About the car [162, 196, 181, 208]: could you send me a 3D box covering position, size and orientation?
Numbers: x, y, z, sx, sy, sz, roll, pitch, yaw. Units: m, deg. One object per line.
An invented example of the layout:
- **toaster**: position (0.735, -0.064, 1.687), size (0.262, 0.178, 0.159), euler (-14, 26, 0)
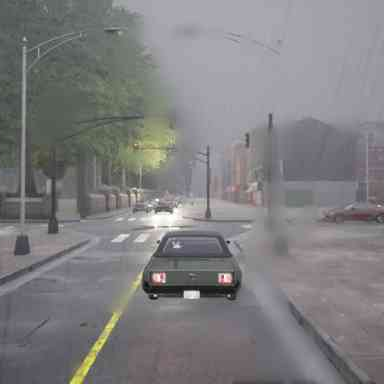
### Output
- **car**: position (-3.013, 1.654, 47.647), size (1.895, 1.301, 4.718), euler (0, 0, 0)

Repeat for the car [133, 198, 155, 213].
- **car**: position (-5.482, 1.585, 36.972), size (2.008, 1.369, 4.403), euler (1, 0, 0)

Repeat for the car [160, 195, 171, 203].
- **car**: position (-5.703, 1.568, 71.359), size (1.967, 1.590, 4.097), euler (1, 0, 0)

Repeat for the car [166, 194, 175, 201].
- **car**: position (-5.860, 1.553, 93.160), size (2.192, 1.841, 5.009), euler (1, 0, 0)

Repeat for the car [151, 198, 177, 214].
- **car**: position (-2.922, 1.633, 35.718), size (1.895, 1.301, 4.718), euler (0, 0, 0)

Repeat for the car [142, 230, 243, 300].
- **car**: position (0.033, 1.605, 8.341), size (1.895, 1.301, 4.718), euler (0, 0, 1)

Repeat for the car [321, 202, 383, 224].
- **car**: position (11.659, 1.471, 23.623), size (4.674, 1.442, 1.812), euler (-1, -1, 1)

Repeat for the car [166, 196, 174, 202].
- **car**: position (-5.823, 1.732, 87.539), size (1.752, 1.417, 4.829), euler (1, 0, 0)

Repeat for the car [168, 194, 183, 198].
- **car**: position (-3.072, 1.622, 62.958), size (1.812, 1.442, 4.674), euler (0, 0, 0)

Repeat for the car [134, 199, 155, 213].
- **car**: position (-5.520, 1.562, 38.946), size (1.752, 1.417, 4.829), euler (1, 0, 0)

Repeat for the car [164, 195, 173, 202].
- **car**: position (-5.783, 1.618, 82.258), size (1.967, 1.590, 4.097), euler (1, 0, 0)

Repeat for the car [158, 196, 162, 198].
- **car**: position (-5.507, 1.597, 44.108), size (2.008, 1.369, 4.403), euler (1, 0, 0)
